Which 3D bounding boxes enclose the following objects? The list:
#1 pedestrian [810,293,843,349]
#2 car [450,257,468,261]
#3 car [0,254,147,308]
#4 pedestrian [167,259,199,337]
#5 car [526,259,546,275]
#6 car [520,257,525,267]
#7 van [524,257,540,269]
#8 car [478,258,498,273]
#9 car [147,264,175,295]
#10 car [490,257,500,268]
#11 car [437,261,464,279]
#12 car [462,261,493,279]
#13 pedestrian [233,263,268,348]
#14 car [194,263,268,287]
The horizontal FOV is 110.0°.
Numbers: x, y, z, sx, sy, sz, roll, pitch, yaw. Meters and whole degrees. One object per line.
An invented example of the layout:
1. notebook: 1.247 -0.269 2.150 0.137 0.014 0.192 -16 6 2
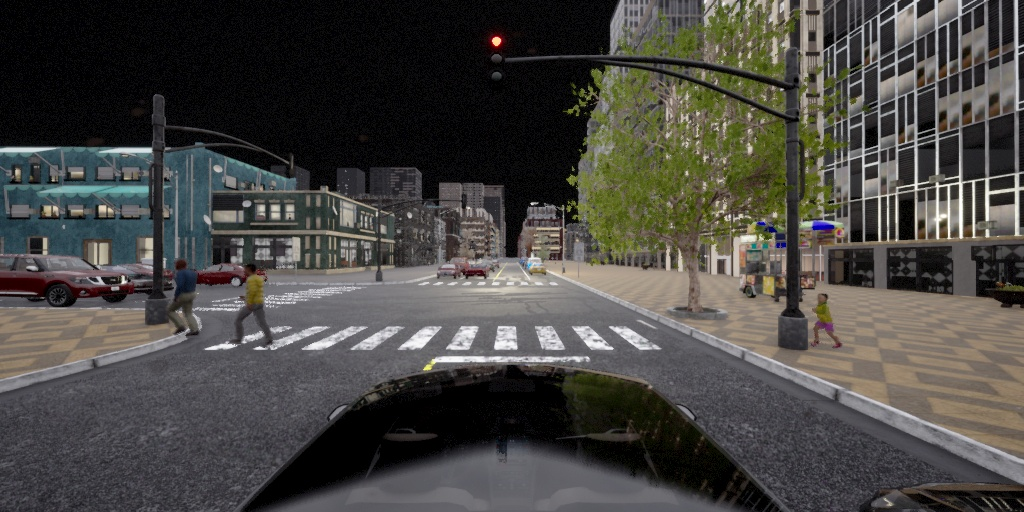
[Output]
1. pedestrian: 6.161 1.272 7.037 0.500 1.100 0.500 0 0 0
2. car: -5.662 1.069 38.104 2.192 1.841 5.009 0 0 0
3. car: -17.150 0.850 13.173 5.009 1.841 2.192 0 0 -1
4. pedestrian: -7.561 0.921 8.248 0.375 1.860 0.375 0 0 0
5. car: 2.718 1.279 38.270 1.751 1.417 4.829 0 0 0
6. car: 2.730 1.307 54.753 2.007 1.370 4.403 0 0 0
7. van: 2.722 1.096 43.651 1.690 1.789 3.998 0 0 0
8. car: -3.062 1.261 44.647 1.837 1.490 4.892 0 0 0
9. car: -18.228 1.083 15.751 5.357 1.411 2.033 1 0 -1
10. car: -3.033 1.283 58.331 1.812 1.442 4.674 0 0 0
11. car: -5.666 1.335 32.553 1.802 1.307 4.207 0 0 0
12. car: -3.075 1.354 32.417 1.895 1.301 4.718 0 0 0
13. pedestrian: -5.651 1.044 7.762 0.375 1.860 0.375 0 0 0
14. car: -17.262 1.122 21.552 4.507 1.381 1.888 0 0 -1
